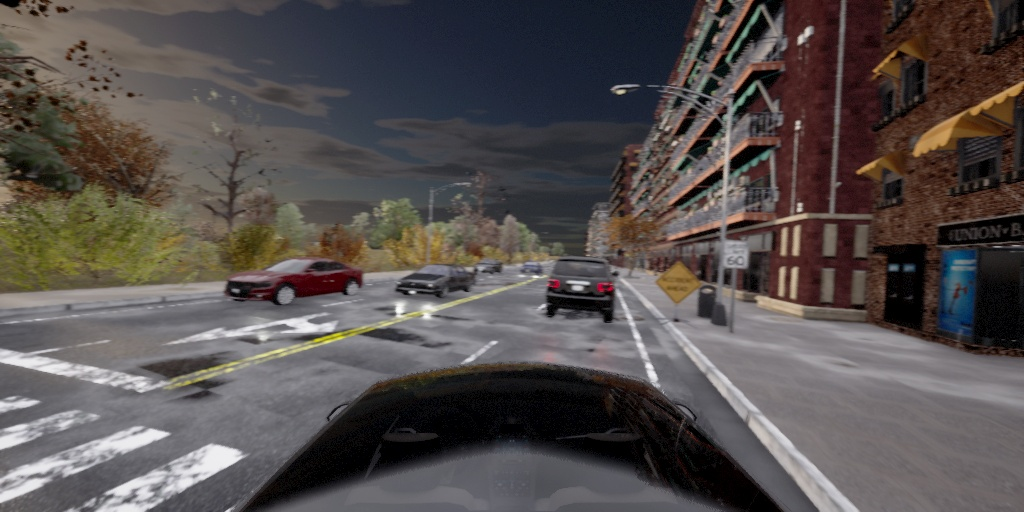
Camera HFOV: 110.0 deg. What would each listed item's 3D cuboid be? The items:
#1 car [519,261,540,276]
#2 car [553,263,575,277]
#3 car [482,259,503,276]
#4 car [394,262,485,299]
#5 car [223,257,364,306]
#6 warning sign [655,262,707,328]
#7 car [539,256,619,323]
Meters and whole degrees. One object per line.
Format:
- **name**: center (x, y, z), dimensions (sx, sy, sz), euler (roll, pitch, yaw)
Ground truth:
- **car**: center (2.156, 1.261, 38.524), dimensions (1.812, 1.442, 4.674), euler (3, 0, 14)
- **car**: center (5.807, 1.528, 39.434), dimensions (1.895, 1.301, 4.718), euler (3, 0, 14)
- **car**: center (-2.190, 1.009, 34.412), dimensions (2.128, 1.511, 4.902), euler (3, 0, 14)
- **car**: center (-3.266, 1.071, 16.758), dimensions (2.033, 1.411, 5.357), euler (3, 0, 14)
- **car**: center (-7.578, 0.785, 13.075), dimensions (1.882, 1.535, 5.008), euler (3, 0, 15)
- **warning sign**: center (4.916, 1.095, 10.774), dimensions (1.300, 1.860, 1.060), euler (0, 0, 15)
- **car**: center (2.674, 1.072, 13.235), dimensions (2.150, 2.045, 5.566), euler (3, 0, 16)
